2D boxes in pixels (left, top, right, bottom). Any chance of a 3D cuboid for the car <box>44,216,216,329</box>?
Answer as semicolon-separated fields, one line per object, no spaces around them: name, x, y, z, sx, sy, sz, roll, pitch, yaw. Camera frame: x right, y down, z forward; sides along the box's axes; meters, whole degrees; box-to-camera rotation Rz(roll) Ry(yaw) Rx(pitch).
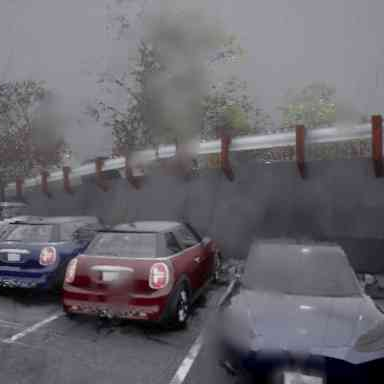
car;-0.720;1.406;7.352;2.185;1.767;4.553;-1;-1;15

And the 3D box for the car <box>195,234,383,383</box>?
car;1.742;1.533;5.593;2.163;1.488;4.792;0;-1;16

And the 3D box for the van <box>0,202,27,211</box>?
van;-8.062;1.395;12.760;1.878;1.987;4.442;-1;-1;15

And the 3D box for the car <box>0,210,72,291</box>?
car;-3.191;1.435;9.105;2.185;1.767;4.553;-1;-1;16
